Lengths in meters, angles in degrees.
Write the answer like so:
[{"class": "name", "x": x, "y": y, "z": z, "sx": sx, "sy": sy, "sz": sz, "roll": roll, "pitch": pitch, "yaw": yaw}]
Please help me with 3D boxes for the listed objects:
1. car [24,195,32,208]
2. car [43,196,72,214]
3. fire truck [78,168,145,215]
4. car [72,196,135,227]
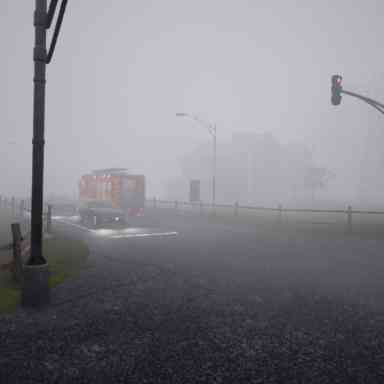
[{"class": "car", "x": -17.393, "y": 1.046, "z": 37.202, "sx": 1.895, "sy": 1.301, "sz": 4.718, "roll": 1, "pitch": 0, "yaw": -35}, {"class": "car", "x": -11.611, "y": 1.054, "z": 29.045, "sx": 1.882, "sy": 1.535, "sz": 5.008, "roll": 1, "pitch": 0, "yaw": -35}, {"class": "fire truck", "x": -7.270, "y": 0.017, "z": 29.192, "sx": 2.891, "sy": 3.827, "sz": 8.468, "roll": 1, "pitch": 0, "yaw": -35}, {"class": "car", "x": -5.596, "y": 1.218, "z": 20.557, "sx": 1.837, "sy": 1.490, "sz": 4.892, "roll": 1, "pitch": 0, "yaw": -35}]
